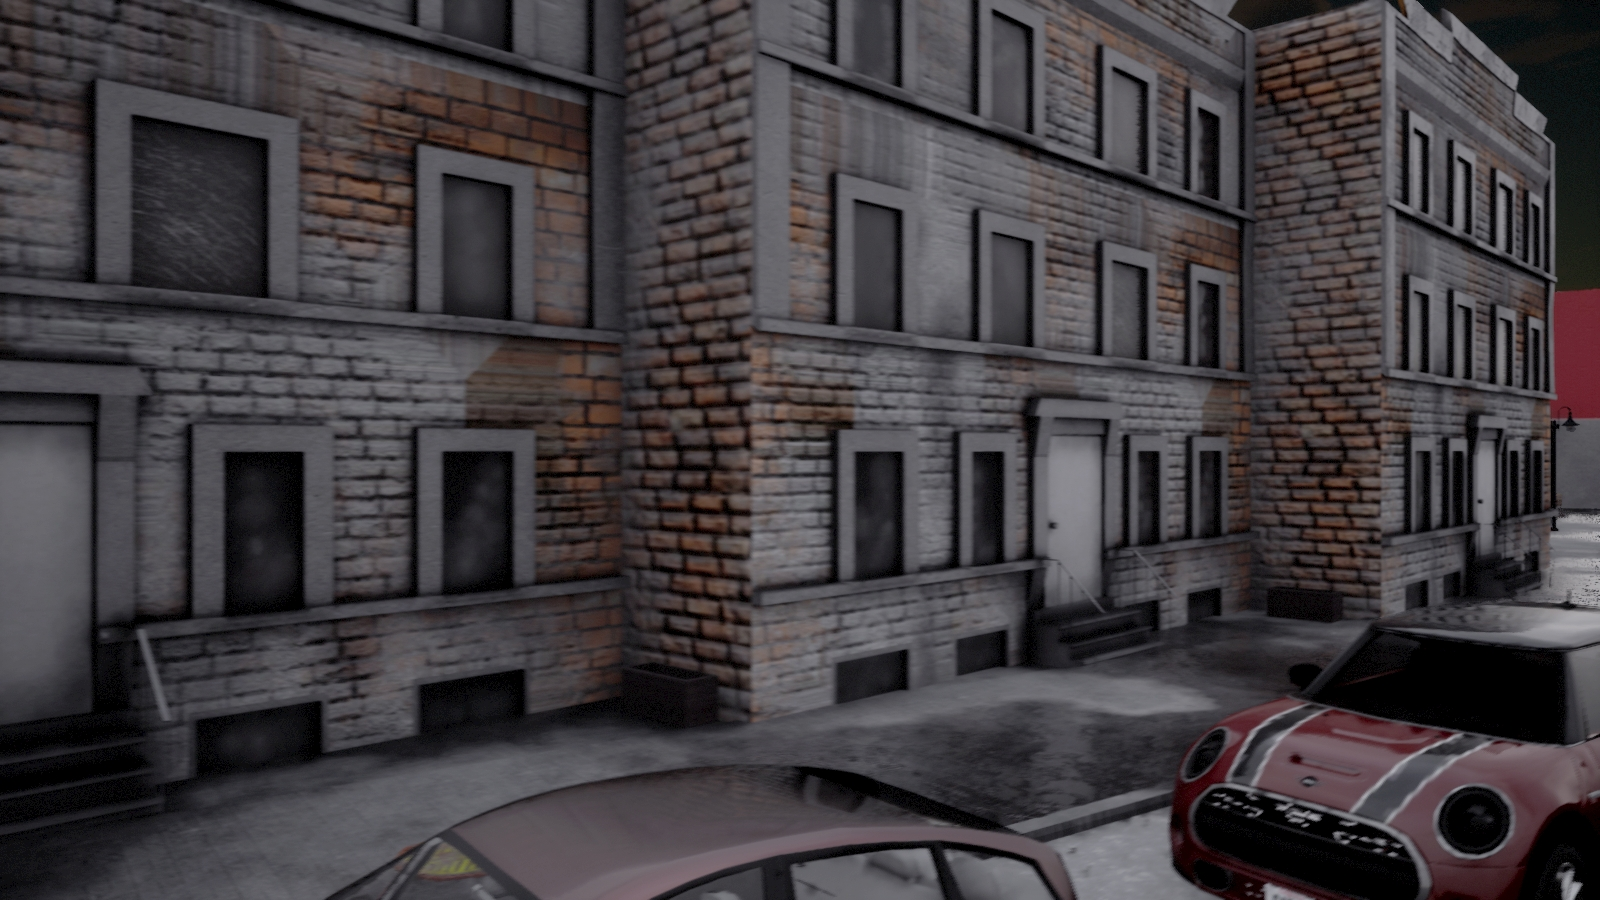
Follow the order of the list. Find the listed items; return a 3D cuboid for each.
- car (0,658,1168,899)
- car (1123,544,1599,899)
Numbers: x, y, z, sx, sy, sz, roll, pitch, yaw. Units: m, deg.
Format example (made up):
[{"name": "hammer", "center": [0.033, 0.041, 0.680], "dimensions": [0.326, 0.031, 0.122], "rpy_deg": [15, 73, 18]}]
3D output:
[{"name": "car", "center": [-0.666, 1.806, 3.874], "dimensions": [3.705, 1.549, 1.789], "rpy_deg": [0, 0, -36]}, {"name": "car", "center": [4.480, 1.686, 7.614], "dimensions": [4.553, 1.767, 2.097], "rpy_deg": [0, 0, -36]}]
